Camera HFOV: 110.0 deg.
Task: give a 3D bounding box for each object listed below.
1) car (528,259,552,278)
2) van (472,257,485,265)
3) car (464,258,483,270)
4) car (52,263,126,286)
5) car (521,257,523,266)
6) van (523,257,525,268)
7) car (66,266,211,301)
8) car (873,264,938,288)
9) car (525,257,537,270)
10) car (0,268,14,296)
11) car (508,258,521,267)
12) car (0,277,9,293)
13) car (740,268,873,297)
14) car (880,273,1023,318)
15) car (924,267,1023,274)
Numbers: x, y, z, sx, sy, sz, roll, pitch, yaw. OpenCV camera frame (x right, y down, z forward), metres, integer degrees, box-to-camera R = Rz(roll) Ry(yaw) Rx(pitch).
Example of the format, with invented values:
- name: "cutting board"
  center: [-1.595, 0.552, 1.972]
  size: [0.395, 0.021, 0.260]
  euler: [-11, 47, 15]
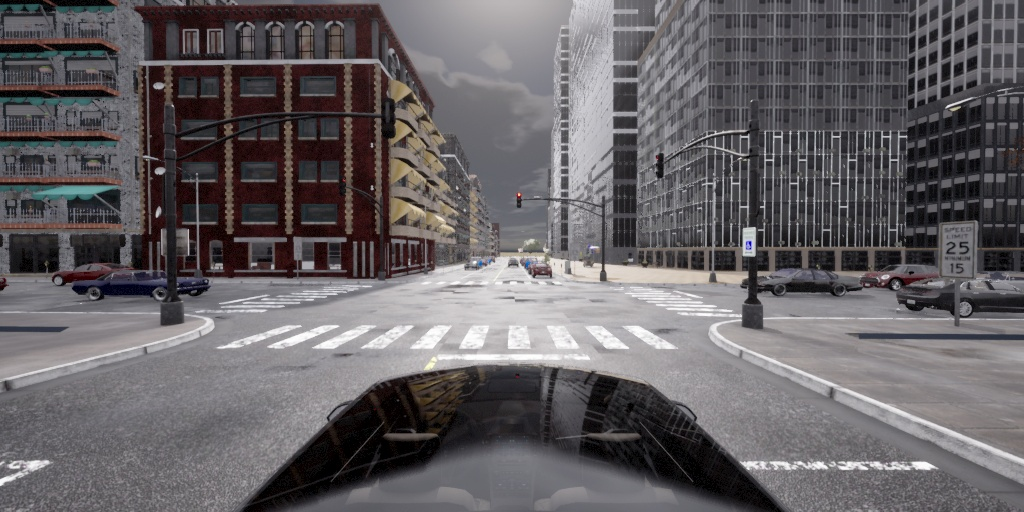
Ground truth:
- name: "car"
  center: [2.736, 1.270, 33.394]
  size: [1.888, 1.381, 4.507]
  euler: [0, 0, 0]
- name: "van"
  center: [-5.556, 1.033, 55.965]
  size: [1.690, 1.789, 3.998]
  euler: [0, 0, 0]
- name: "car"
  center: [-5.569, 1.267, 50.319]
  size: [1.948, 1.339, 4.313]
  euler: [0, 0, 0]
- name: "car"
  center: [-25.805, 1.109, 22.355]
  size: [4.507, 1.381, 1.888]
  euler: [0, 0, 1]
- name: "car"
  center: [2.792, 1.238, 55.977]
  size: [1.888, 1.381, 4.507]
  euler: [0, 0, 0]
- name: "van"
  center: [2.779, 1.042, 50.331]
  size: [1.690, 1.789, 3.998]
  euler: [0, 0, 0]
- name: "car"
  center: [-16.639, 1.299, 16.300]
  size: [4.718, 1.301, 1.895]
  euler: [0, 1, 1]
- name: "car"
  center: [23.423, 1.229, 21.582]
  size: [4.097, 1.591, 1.967]
  euler: [0, 0, 1]
- name: "car"
  center: [2.750, 1.157, 39.039]
  size: [1.967, 1.591, 4.097]
  euler: [0, 0, 0]
- name: "car"
  center: [-26.518, 1.254, 16.462]
  size: [4.718, 1.301, 1.895]
  euler: [0, 1, 1]
- name: "car"
  center: [0.256, 1.279, 64.036]
  size: [1.895, 1.301, 4.718]
  euler: [0, 0, 0]
- name: "car"
  center: [-22.594, 1.259, 13.690]
  size: [4.507, 1.381, 1.888]
  euler: [0, 0, 1]
- name: "car"
  center: [15.231, 1.342, 18.987]
  size: [5.357, 1.411, 2.033]
  euler: [0, 1, 1]
- name: "car"
  center: [16.743, 1.445, 13.052]
  size: [4.403, 1.370, 2.007]
  euler: [0, 0, 1]
- name: "car"
  center: [25.258, 1.442, 18.819]
  size: [4.718, 1.301, 1.895]
  euler: [0, 1, 1]
